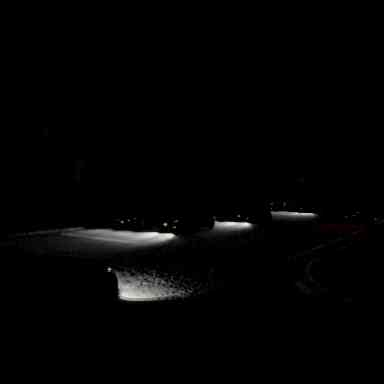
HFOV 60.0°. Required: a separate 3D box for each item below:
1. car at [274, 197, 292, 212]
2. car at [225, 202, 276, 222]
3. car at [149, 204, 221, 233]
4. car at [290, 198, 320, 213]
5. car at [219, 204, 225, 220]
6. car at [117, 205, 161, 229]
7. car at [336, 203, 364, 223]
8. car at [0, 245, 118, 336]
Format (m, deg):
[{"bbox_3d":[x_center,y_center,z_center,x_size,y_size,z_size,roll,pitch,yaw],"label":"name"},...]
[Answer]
[{"bbox_3d":[11.569,1.475,41.828,2.097,1.767,4.553,-1,0,37],"label":"car"},{"bbox_3d":[4.897,1.705,27.574,1.994,1.385,4.181,-1,0,38],"label":"car"},{"bbox_3d":[-0.330,1.718,21.032,1.994,1.385,4.181,-1,0,39],"label":"car"},{"bbox_3d":[13.276,1.652,38.288,1.994,1.385,4.181,-1,0,37],"label":"car"},{"bbox_3d":[2.587,1.747,30.287,1.994,1.385,4.181,-1,0,39],"label":"car"},{"bbox_3d":[-2.990,1.703,23.310,1.837,1.490,4.892,-1,0,39],"label":"car"},{"bbox_3d":[12.577,1.570,25.810,1.812,1.442,4.674,-1,0,38],"label":"car"},{"bbox_3d":[-3.386,1.640,5.875,1.994,1.385,4.181,-1,-1,39],"label":"car"}]
